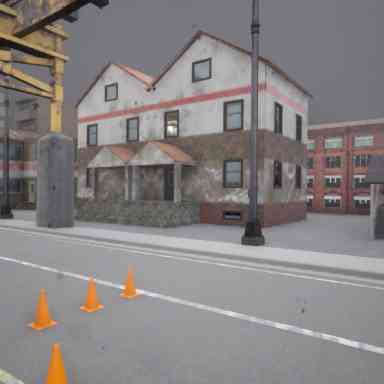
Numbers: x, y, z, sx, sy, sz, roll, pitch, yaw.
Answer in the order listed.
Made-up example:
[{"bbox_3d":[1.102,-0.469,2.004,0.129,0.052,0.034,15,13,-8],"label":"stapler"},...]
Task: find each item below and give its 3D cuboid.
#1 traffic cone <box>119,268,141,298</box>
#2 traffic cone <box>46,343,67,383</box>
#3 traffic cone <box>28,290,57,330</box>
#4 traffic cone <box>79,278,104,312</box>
[{"bbox_3d":[-1.346,1.949,7.228,0.340,0.580,0.340,0,0,36],"label":"traffic cone"},{"bbox_3d":[-1.479,1.952,3.625,0.340,0.580,0.340,0,0,36],"label":"traffic cone"},{"bbox_3d":[-2.516,1.949,5.606,0.340,0.580,0.340,0,0,36],"label":"traffic cone"},{"bbox_3d":[-1.931,1.949,6.417,0.340,0.580,0.340,0,0,36],"label":"traffic cone"}]
